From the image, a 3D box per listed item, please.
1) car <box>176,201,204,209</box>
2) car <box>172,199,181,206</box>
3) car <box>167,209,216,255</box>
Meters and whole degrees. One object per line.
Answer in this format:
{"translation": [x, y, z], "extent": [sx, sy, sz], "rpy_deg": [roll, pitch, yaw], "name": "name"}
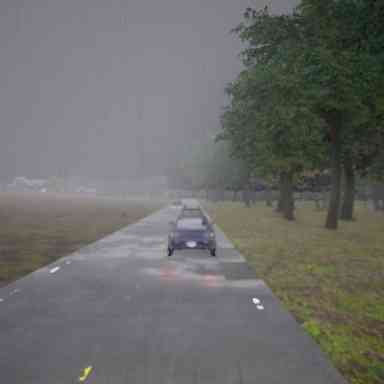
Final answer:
{"translation": [-0.017, 1.757, 28.496], "extent": [2.128, 1.511, 4.902], "rpy_deg": [0, 0, 0], "name": "car"}
{"translation": [-2.847, 2.047, 64.586], "extent": [2.033, 1.411, 5.357], "rpy_deg": [0, 0, 0], "name": "car"}
{"translation": [0.005, 1.663, 13.885], "extent": [1.812, 1.442, 4.674], "rpy_deg": [0, 0, 0], "name": "car"}
